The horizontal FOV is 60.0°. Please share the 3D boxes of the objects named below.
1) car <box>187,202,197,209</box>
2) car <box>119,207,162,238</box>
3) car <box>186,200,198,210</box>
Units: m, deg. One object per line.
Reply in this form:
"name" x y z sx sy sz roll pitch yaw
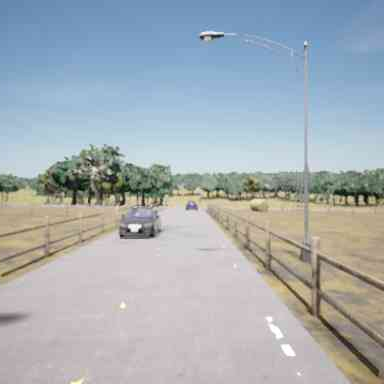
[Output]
"car" -0.026 2.712 67.756 1.837 1.490 4.892 0 -2 0
"car" -2.793 1.629 18.718 2.128 1.511 4.902 0 -1 0
"car" -0.022 2.247 57.759 2.097 1.767 4.553 0 -2 0
